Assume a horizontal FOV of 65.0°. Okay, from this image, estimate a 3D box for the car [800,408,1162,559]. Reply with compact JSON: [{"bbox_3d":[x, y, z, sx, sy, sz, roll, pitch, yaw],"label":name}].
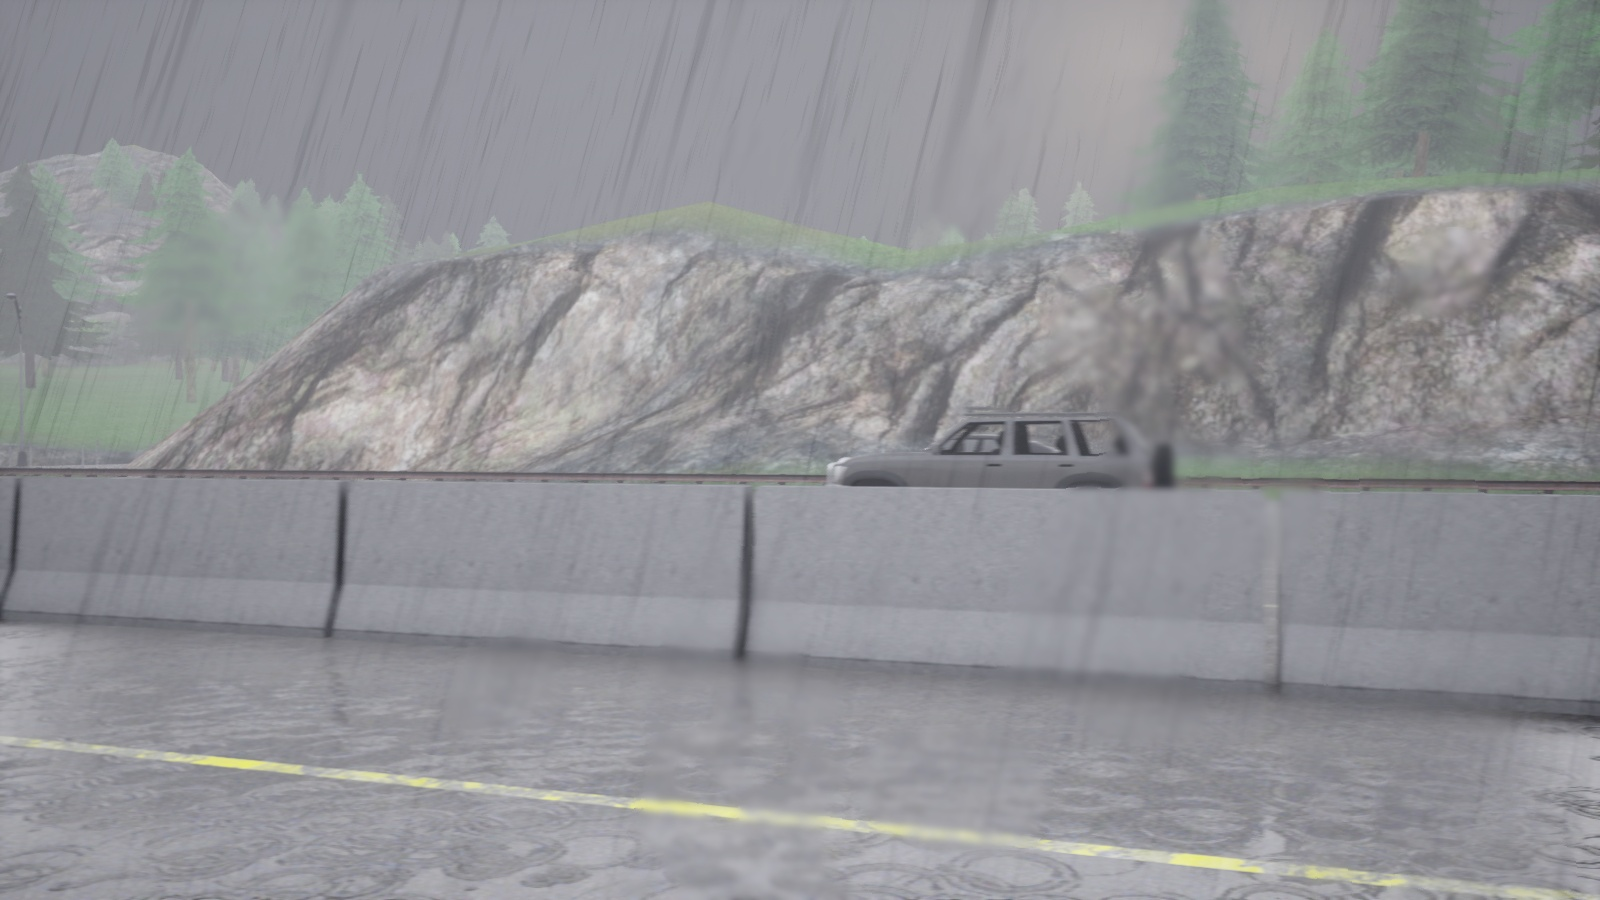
[{"bbox_3d":[2.491,0.378,17.122,4.605,1.855,1.932,1,1,19],"label":"car"}]
